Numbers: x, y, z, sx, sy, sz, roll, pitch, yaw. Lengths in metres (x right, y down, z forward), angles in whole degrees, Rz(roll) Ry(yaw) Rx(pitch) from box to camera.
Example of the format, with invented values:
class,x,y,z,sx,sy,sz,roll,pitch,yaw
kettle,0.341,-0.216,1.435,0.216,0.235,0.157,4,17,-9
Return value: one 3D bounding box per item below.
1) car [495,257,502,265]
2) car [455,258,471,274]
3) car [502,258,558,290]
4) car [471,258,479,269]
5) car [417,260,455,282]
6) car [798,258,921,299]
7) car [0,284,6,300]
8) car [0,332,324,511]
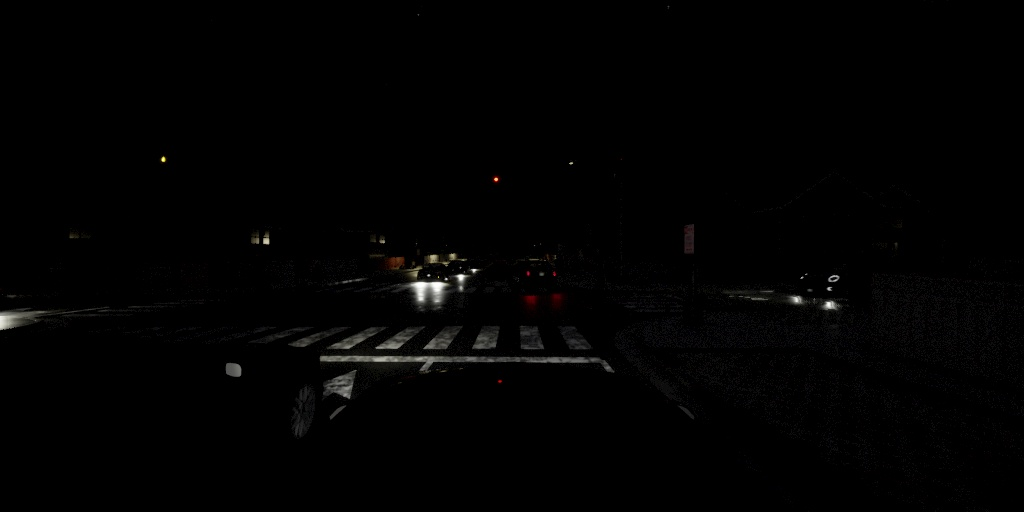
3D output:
class,x,y,z,sx,sy,sz,roll,pitch,yaw
car,-2.051,0.822,64.234,1.994,1.385,4.181,0,1,1
car,-5.949,1.165,38.795,1.812,1.442,4.674,0,0,1
car,1.109,1.055,22.198,2.097,1.767,4.553,0,0,-16
car,-5.726,1.037,50.786,2.033,1.411,5.357,0,1,1
car,-6.126,1.250,28.503,1.994,1.385,4.181,0,0,1
car,15.847,0.969,16.393,4.553,1.767,2.097,0,0,-1
car,-23.173,1.140,13.779,5.566,2.045,2.150,0,0,4
car,-3.152,1.227,2.210,1.882,1.535,5.008,0,0,1
